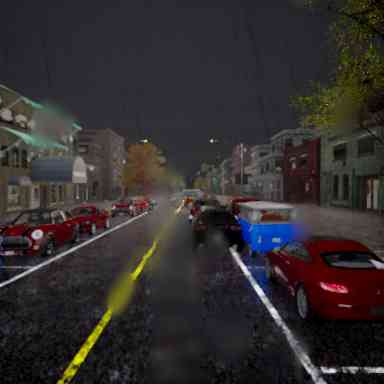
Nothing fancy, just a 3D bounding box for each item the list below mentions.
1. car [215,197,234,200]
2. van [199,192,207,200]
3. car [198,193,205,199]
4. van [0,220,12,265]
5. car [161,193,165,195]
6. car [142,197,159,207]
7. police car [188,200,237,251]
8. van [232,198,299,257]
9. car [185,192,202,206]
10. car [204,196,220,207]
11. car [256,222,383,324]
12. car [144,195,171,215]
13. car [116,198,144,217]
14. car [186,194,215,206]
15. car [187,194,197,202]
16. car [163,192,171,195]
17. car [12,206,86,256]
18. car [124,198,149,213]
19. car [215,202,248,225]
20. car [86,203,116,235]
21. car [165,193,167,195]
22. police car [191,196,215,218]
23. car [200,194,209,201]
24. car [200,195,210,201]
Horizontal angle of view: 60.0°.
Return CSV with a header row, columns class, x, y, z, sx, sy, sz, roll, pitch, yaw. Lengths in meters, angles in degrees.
class,x,y,z,sx,sy,sz,roll,pitch,yaw
car,2.679,1.215,17.949,2.192,1.841,5.009,-1,0,0
van,2.659,0.898,78.980,1.690,1.788,3.998,-1,0,0
car,2.658,1.018,90.247,1.752,1.417,4.829,-1,0,0
van,-5.698,1.303,6.847,1.690,1.788,3.998,-1,0,0
car,-5.711,1.264,51.234,2.008,1.369,4.403,-1,0,0
car,-5.708,1.327,45.686,1.802,1.307,4.206,-1,0,0
police car,0.895,1.348,13.788,1.930,1.638,5.238,0,0,0
van,2.681,1.272,12.400,1.690,1.788,3.998,-1,0,0
car,-0.013,1.074,49.503,2.097,1.767,4.553,0,0,0
car,2.672,1.310,45.691,1.947,1.339,4.313,-1,0,0
car,2.685,1.543,6.854,1.802,1.307,4.206,-1,0,0
car,-3.104,1.313,31.994,2.128,1.511,4.902,0,0,0
car,-5.704,1.278,29.041,1.967,1.590,4.097,-1,0,0
car,0.829,1.220,23.636,2.097,1.767,4.553,0,0,-1
car,-0.021,1.190,65.675,2.033,1.411,5.357,0,0,0
car,-5.720,0.903,73.426,2.192,1.841,5.009,-1,0,0
car,-5.698,1.371,12.396,1.967,1.590,4.097,-1,0,0
car,-5.704,1.352,34.590,1.887,1.381,4.507,-1,0,0
car,2.679,1.451,23.498,1.802,1.307,4.206,-1,0,0
car,-5.699,1.445,17.945,1.887,1.381,4.507,-1,0,0
car,-5.712,1.264,56.783,1.802,1.307,4.206,-1,0,0
police car,0.889,1.259,29.789,1.930,1.638,5.238,0,0,0
car,2.663,1.112,73.602,1.752,1.417,4.829,-1,0,0
car,2.665,1.202,67.884,1.802,1.307,4.206,-1,0,0
